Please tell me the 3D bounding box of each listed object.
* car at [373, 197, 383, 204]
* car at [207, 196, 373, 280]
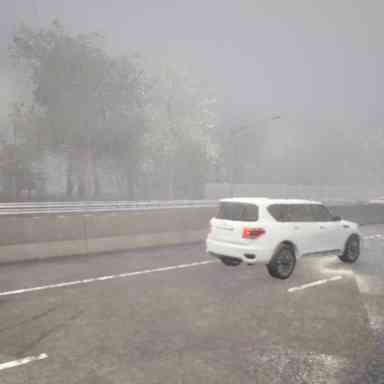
[{"bbox_3d":[28.800,1.537,50.231,5.008,1.535,1.882,0,0,-35],"label":"car"},{"bbox_3d":[3.027,1.219,10.251,5.566,2.045,2.150,1,-1,-36],"label":"car"}]
